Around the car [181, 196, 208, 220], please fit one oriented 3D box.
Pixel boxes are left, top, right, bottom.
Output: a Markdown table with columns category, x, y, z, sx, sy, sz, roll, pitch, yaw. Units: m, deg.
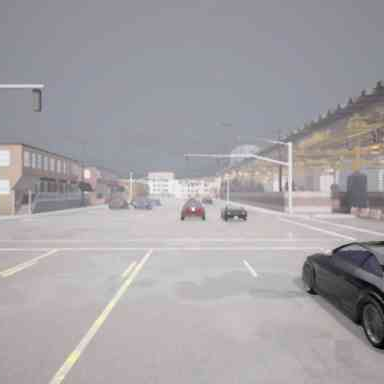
| category | x | y | z | sx | sy | sz | roll | pitch | yaw |
| --- | --- | --- | --- | --- | --- | --- | --- | --- | --- |
| car | 0.101 | 1.548 | 30.678 | 2.097 | 1.767 | 4.553 | 0 | 0 | 0 |

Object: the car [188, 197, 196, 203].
| category | x | y | z | sx | sy | sz | roll | pitch | yaw |
| --- | --- | --- | --- | --- | --- | --- | --- | --- | --- |
| car | 0.012 | 2.047 | 81.994 | 2.033 | 1.411 | 5.357 | 0 | 0 | 0 |

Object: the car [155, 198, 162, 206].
| category | x | y | z | sx | sy | sz | roll | pitch | yaw |
| --- | --- | --- | --- | --- | --- | --- | --- | --- | --- |
| car | -7.006 | 1.934 | 64.151 | 1.812 | 1.442 | 4.674 | 0 | 0 | 0 |

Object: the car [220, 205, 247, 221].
| category | x | y | z | sx | sy | sz | roll | pitch | yaw |
| --- | --- | --- | --- | --- | --- | --- | --- | --- | --- |
| car | 3.601 | 1.788 | 29.360 | 1.895 | 1.301 | 4.718 | 0 | 0 | 0 |

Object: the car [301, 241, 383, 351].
| category | x | y | z | sx | sy | sz | roll | pitch | yaw |
| --- | --- | --- | --- | --- | --- | --- | --- | --- | --- |
| car | 3.583 | 1.603 | 6.276 | 1.994 | 1.385 | 4.181 | 0 | -1 | 0 |

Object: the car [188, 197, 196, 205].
| category | x | y | z | sx | sy | sz | roll | pitch | yaw |
| --- | --- | --- | --- | --- | --- | --- | --- | --- | --- |
| car | 0.010 | 1.955 | 71.694 | 1.837 | 1.490 | 4.892 | 0 | 0 | 0 |

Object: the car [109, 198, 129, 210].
| category | x | y | z | sx | sy | sz | roll | pitch | yaw |
| --- | --- | --- | --- | --- | --- | --- | --- | --- | --- |
| car | -10.567 | 1.659 | 48.205 | 2.097 | 1.767 | 4.553 | 0 | 0 | 0 |

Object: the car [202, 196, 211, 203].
| category | x | y | z | sx | sy | sz | roll | pitch | yaw |
| --- | --- | --- | --- | --- | --- | --- | --- | --- | --- |
| car | 3.512 | 1.862 | 81.965 | 2.097 | 1.767 | 4.553 | 0 | 0 | 0 |

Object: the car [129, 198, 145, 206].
| category | x | y | z | sx | sy | sz | roll | pitch | yaw |
| --- | --- | --- | --- | --- | --- | --- | --- | --- | --- |
| car | -10.508 | 1.903 | 64.075 | 2.128 | 1.511 | 4.902 | 0 | 0 | 0 |

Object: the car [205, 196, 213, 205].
| category | x | y | z | sx | sy | sz | roll | pitch | yaw |
| --- | --- | --- | --- | --- | --- | --- | --- | --- | --- |
| car | 3.510 | 1.979 | 71.365 | 2.033 | 1.411 | 5.357 | 0 | 0 | 0 |

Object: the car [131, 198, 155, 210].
| category | x | y | z | sx | sy | sz | roll | pitch | yaw |
| --- | --- | --- | --- | --- | --- | --- | --- | --- | --- |
| car | -7.069 | 1.659 | 48.241 | 2.097 | 1.767 | 4.553 | 0 | 0 | 0 |
